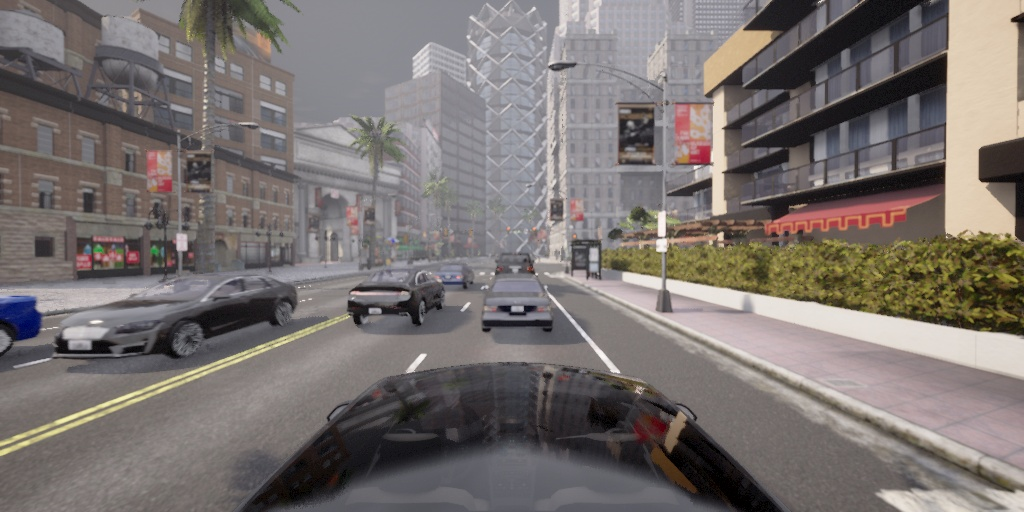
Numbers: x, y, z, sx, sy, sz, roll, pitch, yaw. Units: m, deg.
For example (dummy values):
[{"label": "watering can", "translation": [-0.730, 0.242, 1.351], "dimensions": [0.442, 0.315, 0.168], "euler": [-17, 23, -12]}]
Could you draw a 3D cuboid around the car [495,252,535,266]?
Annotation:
[{"label": "car", "translation": [0.169, 0.780, 20.829], "dimensions": [2.150, 2.045, 5.566], "euler": [0, 1, 0]}]

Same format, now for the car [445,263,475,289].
[{"label": "car", "translation": [-3.329, 1.103, 21.186], "dimensions": [2.033, 1.411, 5.357], "euler": [0, 1, 0]}]

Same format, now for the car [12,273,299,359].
[{"label": "car", "translation": [-7.077, 1.176, 8.331], "dimensions": [2.128, 1.511, 4.902], "euler": [0, 1, 0]}]

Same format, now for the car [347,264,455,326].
[{"label": "car", "translation": [-3.361, 1.142, 11.279], "dimensions": [2.128, 1.511, 4.902], "euler": [0, 0, 0]}]

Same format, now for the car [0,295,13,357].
[{"label": "car", "translation": [-10.593, 1.194, 5.185], "dimensions": [1.882, 1.535, 5.008], "euler": [0, 1, 0]}]

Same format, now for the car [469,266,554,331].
[{"label": "car", "translation": [0.131, 1.209, 10.568], "dimensions": [2.033, 1.411, 5.357], "euler": [0, 1, 0]}]
